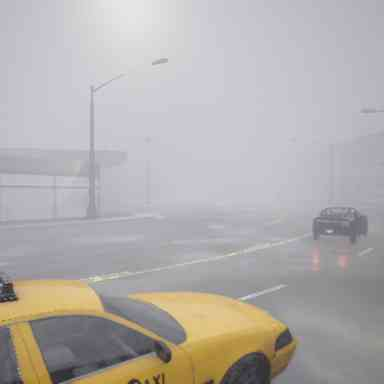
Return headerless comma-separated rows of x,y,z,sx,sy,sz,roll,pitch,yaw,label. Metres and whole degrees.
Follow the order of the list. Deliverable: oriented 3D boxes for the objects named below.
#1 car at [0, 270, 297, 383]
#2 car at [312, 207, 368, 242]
-1.279,1.455,2.861,5.366,1.575,1.801,0,0,-36,car
7.419,1.492,16.471,2.128,1.511,4.902,0,0,36,car
